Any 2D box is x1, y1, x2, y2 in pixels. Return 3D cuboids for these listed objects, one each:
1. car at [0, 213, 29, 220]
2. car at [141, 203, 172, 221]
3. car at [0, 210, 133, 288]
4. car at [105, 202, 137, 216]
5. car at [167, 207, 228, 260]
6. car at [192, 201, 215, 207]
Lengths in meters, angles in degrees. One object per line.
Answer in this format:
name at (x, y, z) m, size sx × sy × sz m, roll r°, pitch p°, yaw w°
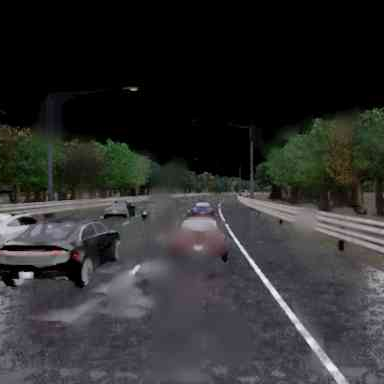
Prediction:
car at (-6.705, 1.502, 12.225) m, size 1.812 × 1.442 × 4.674 m, roll 0°, pitch 0°, yaw 2°
car at (-2.680, 1.558, 26.336) m, size 1.895 × 1.301 × 4.718 m, roll 0°, pitch 0°, yaw 3°
car at (-3.296, 1.475, 9.180) m, size 2.128 × 1.511 × 4.902 m, roll 0°, pitch 0°, yaw 2°
car at (-6.060, 1.515, 28.591) m, size 1.994 × 1.385 × 4.181 m, roll 0°, pitch 0°, yaw 3°
car at (0.294, 1.506, 12.195) m, size 1.812 × 1.442 × 4.674 m, roll 0°, pitch 0°, yaw 2°
car at (0.962, 1.481, 28.799) m, size 1.812 × 1.442 × 4.674 m, roll 0°, pitch 0°, yaw 3°
